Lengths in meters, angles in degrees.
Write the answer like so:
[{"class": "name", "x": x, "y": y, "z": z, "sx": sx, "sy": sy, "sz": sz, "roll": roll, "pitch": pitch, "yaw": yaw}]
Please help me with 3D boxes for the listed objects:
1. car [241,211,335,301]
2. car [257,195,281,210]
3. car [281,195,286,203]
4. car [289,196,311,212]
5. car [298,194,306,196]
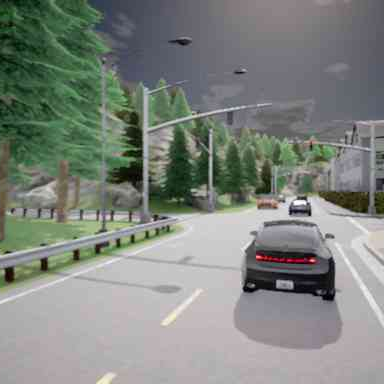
[{"class": "car", "x": 2.458, "y": 1.454, "z": 8.371, "sx": 1.837, "sy": 1.490, "sz": 4.892, "roll": 0, "pitch": 0, "yaw": 18}, {"class": "car", "x": 8.985, "y": 1.116, "z": 39.312, "sx": 2.097, "sy": 1.767, "sz": 4.553, "roll": 0, "pitch": 0, "yaw": 19}, {"class": "car", "x": 14.981, "y": 1.228, "z": 56.933, "sx": 1.994, "sy": 1.385, "sz": 4.181, "roll": 0, "pitch": 0, "yaw": 19}, {"class": "car", "x": 10.253, "y": 1.383, "z": 31.526, "sx": 1.994, "sy": 1.385, "sz": 4.181, "roll": 0, "pitch": 0, "yaw": 19}, {"class": "car", "x": 20.499, "y": 1.149, "z": 62.194, "sx": 1.837, "sy": 1.490, "sz": 4.892, "roll": 0, "pitch": 0, "yaw": 19}]
